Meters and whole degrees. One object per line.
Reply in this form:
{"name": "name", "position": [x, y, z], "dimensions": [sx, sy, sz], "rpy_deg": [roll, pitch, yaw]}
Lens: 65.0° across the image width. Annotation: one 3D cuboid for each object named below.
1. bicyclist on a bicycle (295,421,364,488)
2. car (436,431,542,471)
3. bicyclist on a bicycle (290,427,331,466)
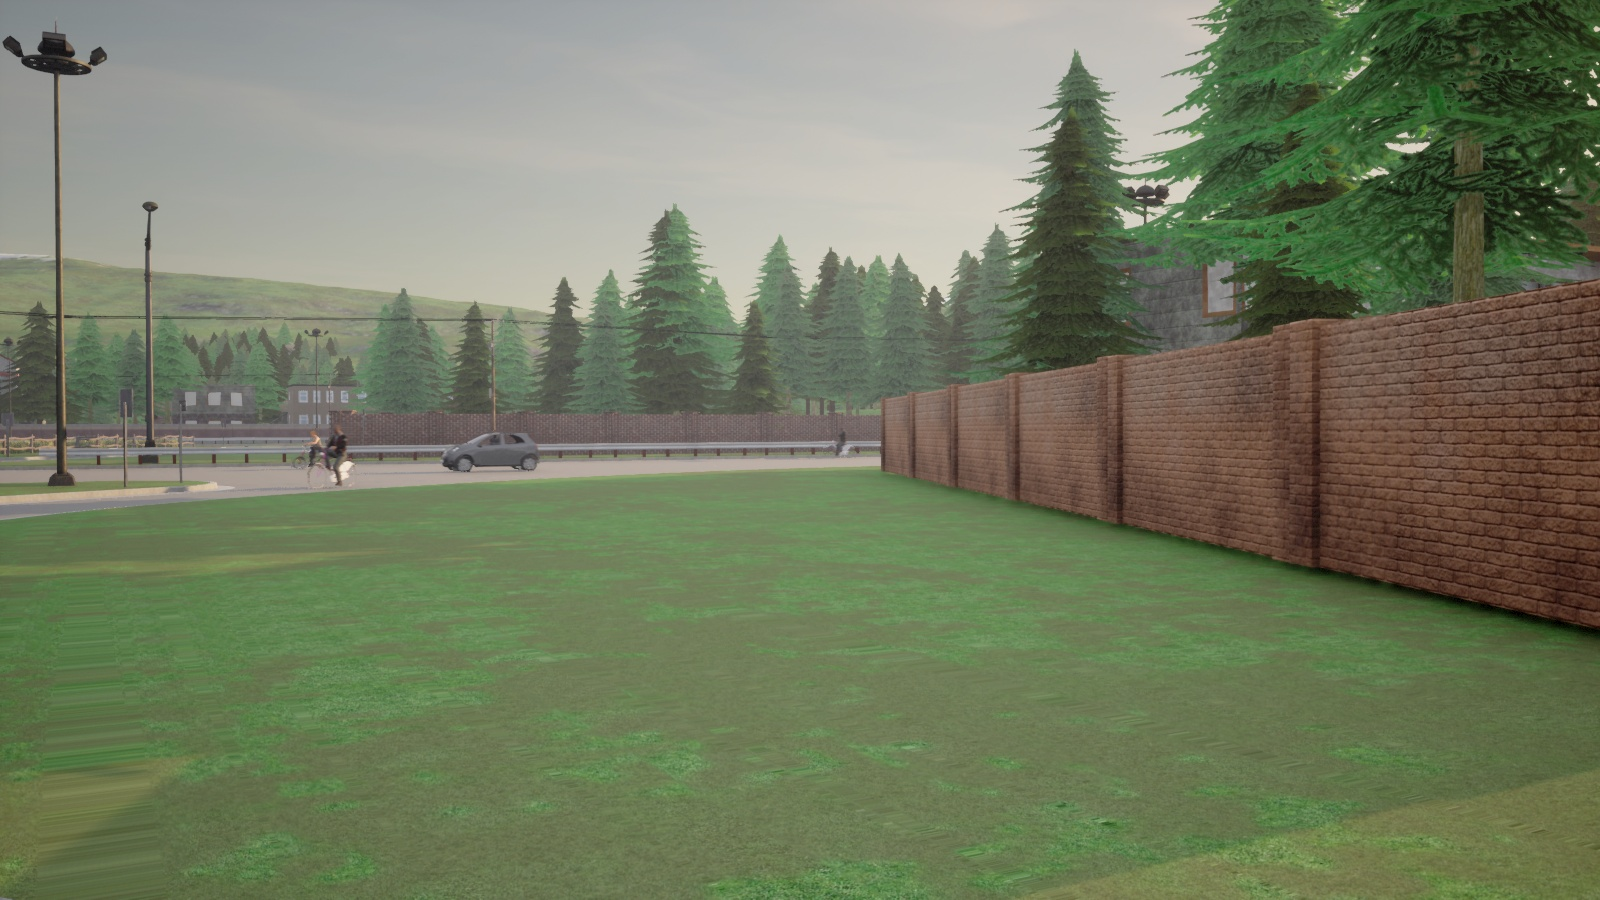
{"name": "bicyclist on a bicycle", "position": [-12.875, 0.098, 34.420], "dimensions": [0.659, 1.776, 1.843], "rpy_deg": [1, 1, 23]}
{"name": "car", "position": [-12.027, 0.019, 48.514], "dimensions": [3.633, 1.501, 1.845], "rpy_deg": [0, 1, -28]}
{"name": "bicyclist on a bicycle", "position": [-20.281, -0.146, 52.029], "dimensions": [1.509, 1.612, 0.866], "rpy_deg": [0, 1, -28]}
